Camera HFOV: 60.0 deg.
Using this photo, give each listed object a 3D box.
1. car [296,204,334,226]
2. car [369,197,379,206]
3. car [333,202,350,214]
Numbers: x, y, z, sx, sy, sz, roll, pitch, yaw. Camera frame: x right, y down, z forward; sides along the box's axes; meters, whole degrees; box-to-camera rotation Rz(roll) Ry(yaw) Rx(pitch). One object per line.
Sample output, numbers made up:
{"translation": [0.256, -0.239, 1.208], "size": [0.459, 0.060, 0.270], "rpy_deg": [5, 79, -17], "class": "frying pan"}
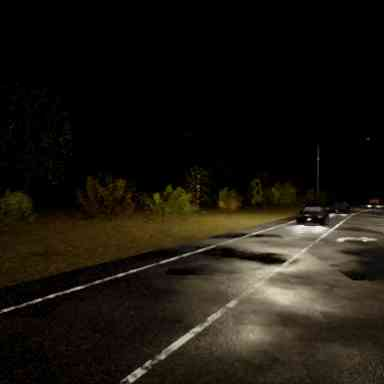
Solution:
{"translation": [9.384, 1.780, 25.620], "size": [1.994, 1.385, 4.181], "rpy_deg": [1, 0, 29], "class": "car"}
{"translation": [40.105, 2.190, 73.275], "size": [1.882, 1.535, 5.008], "rpy_deg": [1, 0, 29], "class": "car"}
{"translation": [18.511, 1.928, 41.590], "size": [2.033, 1.411, 5.357], "rpy_deg": [1, 0, 32], "class": "car"}
